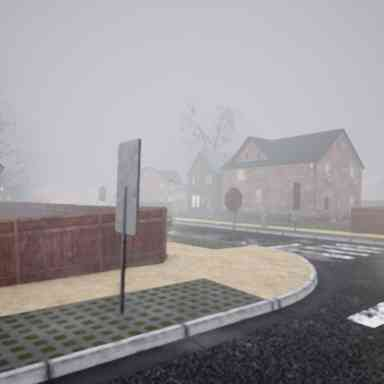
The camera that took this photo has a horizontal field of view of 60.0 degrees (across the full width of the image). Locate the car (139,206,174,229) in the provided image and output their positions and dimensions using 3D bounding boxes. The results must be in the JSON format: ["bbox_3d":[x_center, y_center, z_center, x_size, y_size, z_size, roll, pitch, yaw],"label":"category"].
[{"bbox_3d":[-3.113,1.714,23.095,2.128,1.511,4.902,3,-2,-36],"label":"car"}]
